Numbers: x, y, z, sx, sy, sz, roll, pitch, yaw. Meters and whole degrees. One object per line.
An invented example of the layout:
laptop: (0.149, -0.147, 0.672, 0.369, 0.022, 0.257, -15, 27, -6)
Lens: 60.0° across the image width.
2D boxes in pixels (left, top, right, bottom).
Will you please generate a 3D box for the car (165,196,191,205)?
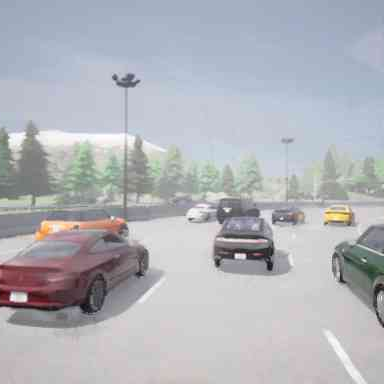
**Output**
car: (-2.219, 1.744, 59.821, 2.150, 2.045, 5.566, 0, -1, 44)

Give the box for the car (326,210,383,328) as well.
car: (4.524, 1.447, 7.048, 2.097, 1.767, 4.553, 0, -1, 10)

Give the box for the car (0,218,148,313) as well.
car: (-2.457, 1.580, 7.749, 1.812, 1.442, 4.674, 0, 0, 10)

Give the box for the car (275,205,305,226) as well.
car: (7.735, 1.784, 26.502, 2.128, 1.511, 4.902, 0, -1, 28)

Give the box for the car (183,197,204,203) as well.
car: (1.216, 2.015, 53.253, 1.812, 1.442, 4.674, 0, -1, 43)

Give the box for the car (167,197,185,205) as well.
car: (-1.186, 2.044, 55.963, 2.033, 1.411, 5.357, 0, -1, 42)

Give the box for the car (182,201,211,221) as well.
car: (1.206, 1.797, 29.114, 1.812, 1.442, 4.674, 0, -1, 28)

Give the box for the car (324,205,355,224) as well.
car: (12.027, 1.804, 26.994, 1.882, 1.535, 5.008, 0, -1, 30)

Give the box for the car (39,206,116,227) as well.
car: (-4.532, 1.452, 14.478, 2.097, 1.767, 4.553, 0, -1, 14)

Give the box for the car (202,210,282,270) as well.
car: (1.924, 1.610, 11.664, 2.128, 1.511, 4.902, 0, -1, 13)

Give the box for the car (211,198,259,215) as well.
car: (3.767, 1.488, 26.601, 2.150, 2.045, 5.566, 0, -1, 26)
